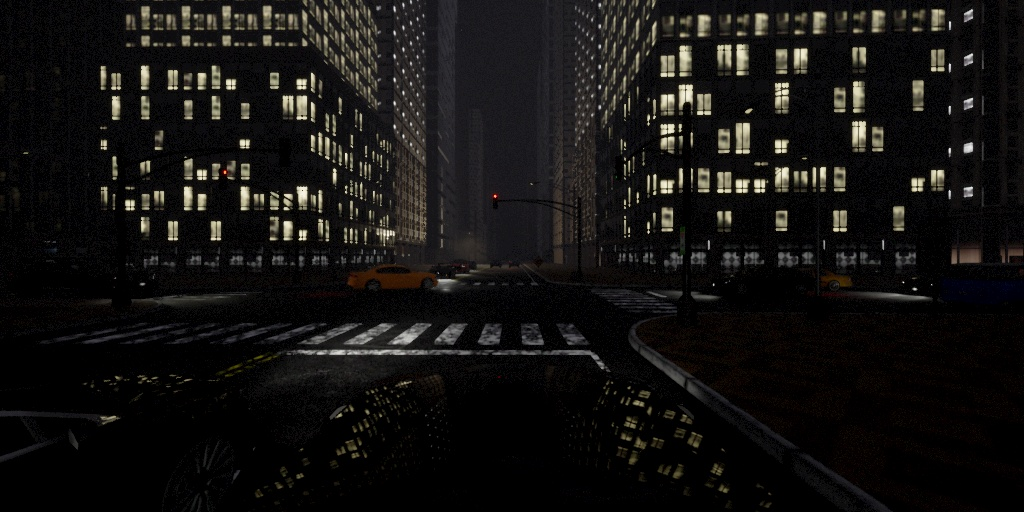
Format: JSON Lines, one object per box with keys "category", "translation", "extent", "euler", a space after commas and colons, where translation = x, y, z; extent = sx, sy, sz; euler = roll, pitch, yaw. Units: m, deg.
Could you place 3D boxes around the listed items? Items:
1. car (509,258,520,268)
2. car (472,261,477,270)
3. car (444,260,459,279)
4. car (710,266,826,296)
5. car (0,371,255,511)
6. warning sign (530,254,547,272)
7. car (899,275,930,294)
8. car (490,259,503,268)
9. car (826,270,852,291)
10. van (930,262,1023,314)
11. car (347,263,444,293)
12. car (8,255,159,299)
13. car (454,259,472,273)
{"category": "car", "translation": [0.390, 1.359, 64.826], "extent": [2.128, 1.511, 4.902], "euler": [0, 0, 1]}
{"category": "car", "translation": [-6.354, 1.377, 53.825], "extent": [2.033, 1.411, 5.357], "euler": [0, 0, 0]}
{"category": "car", "translation": [-6.453, 1.345, 33.331], "extent": [1.994, 1.385, 4.181], "euler": [0, 0, 0]}
{"category": "car", "translation": [13.064, 1.274, 18.836], "extent": [4.892, 1.490, 1.837], "euler": [0, 0, 2]}
{"category": "car", "translation": [-3.155, 1.241, 1.132], "extent": [2.128, 1.511, 4.902], "euler": [0, 0, 0]}
{"category": "warning sign", "translation": [3.033, 0.912, 41.321], "extent": [1.300, 1.860, 1.060], "euler": [0, 0, 0]}
{"category": "car", "translation": [23.464, 1.324, 18.412], "extent": [5.357, 1.411, 2.033], "euler": [0, 0, 2]}
{"category": "car", "translation": [-2.862, 1.368, 63.761], "extent": [1.837, 1.490, 4.892], "euler": [0, 0, 0]}
{"category": "car", "translation": [17.177, 1.294, 21.268], "extent": [4.829, 1.417, 1.751], "euler": [0, 0, 2]}
{"category": "van", "translation": [18.409, 1.120, 13.090], "extent": [3.998, 1.789, 1.690], "euler": [0, 0, 2]}
{"category": "car", "translation": [-6.780, 1.236, 20.697], "extent": [5.008, 1.535, 1.882], "euler": [0, 0, -35]}
{"category": "car", "translation": [-20.268, 0.981, 17.087], "extent": [5.566, 2.045, 2.150], "euler": [0, 0, 2]}
{"category": "car", "translation": [-6.407, 1.154, 43.328], "extent": [2.097, 1.767, 4.553], "euler": [0, 0, 0]}
